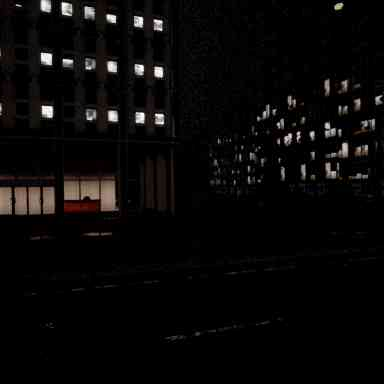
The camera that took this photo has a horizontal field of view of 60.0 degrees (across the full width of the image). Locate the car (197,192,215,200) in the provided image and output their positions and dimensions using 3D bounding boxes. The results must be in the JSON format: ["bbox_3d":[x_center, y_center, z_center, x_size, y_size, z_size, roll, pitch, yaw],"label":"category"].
[{"bbox_3d":[2.815,0.880,69.854,1.882,1.535,5.008,-1,1,-21],"label":"car"}]

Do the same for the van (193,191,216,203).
[{"bbox_3d":[1.955,0.953,56.013,1.690,1.788,3.998,0,1,-21],"label":"van"}]

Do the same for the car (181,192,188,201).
[{"bbox_3d":[-2.135,1.057,66.621,2.008,1.369,4.403,0,1,-21],"label":"car"}]

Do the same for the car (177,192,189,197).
[{"bbox_3d":[-2.497,0.711,90.846,2.008,1.369,4.403,0,1,-21],"label":"car"}]

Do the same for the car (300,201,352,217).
[{"bbox_3d":[12.060,1.435,29.454,1.947,1.339,4.313,0,1,-21],"label":"car"}]

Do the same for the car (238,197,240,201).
[{"bbox_3d":[9.774,1.060,59.029,1.802,1.307,4.206,0,1,-21],"label":"car"}]

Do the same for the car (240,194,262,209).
[{"bbox_3d":[8.040,1.332,40.089,1.947,1.339,4.313,0,1,-21],"label":"car"}]

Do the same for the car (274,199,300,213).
[{"bbox_3d":[10.031,1.400,34.766,1.802,1.307,4.206,0,1,-21],"label":"car"}]

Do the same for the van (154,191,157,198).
[{"bbox_3d":[-8.271,0.688,82.527,1.690,1.788,3.998,0,1,-21],"label":"van"}]

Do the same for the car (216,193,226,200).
[{"bbox_3d":[5.684,0.955,69.636,1.802,1.307,4.206,0,1,-21],"label":"car"}]

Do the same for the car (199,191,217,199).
[{"bbox_3d":[3.638,0.635,74.935,2.192,1.841,5.009,0,1,-21],"label":"car"}]

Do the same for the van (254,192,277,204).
[{"bbox_3d":[11.818,0.871,53.724,1.690,1.788,3.998,0,1,-21],"label":"van"}]

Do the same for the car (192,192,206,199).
[{"bbox_3d":[1.593,0.707,80.239,1.967,1.590,4.097,0,1,-21],"label":"car"}]
